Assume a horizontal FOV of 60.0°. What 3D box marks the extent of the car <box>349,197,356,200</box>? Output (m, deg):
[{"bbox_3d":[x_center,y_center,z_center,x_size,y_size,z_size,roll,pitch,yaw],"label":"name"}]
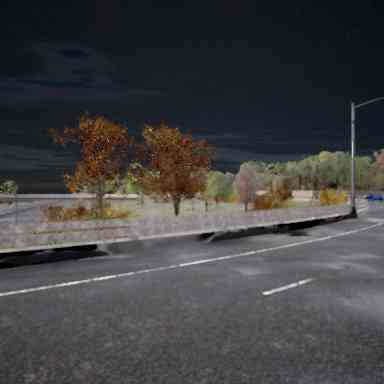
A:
[{"bbox_3d":[39.810,1.678,86.315,2.128,1.511,4.902,0,0,1],"label":"car"}]
